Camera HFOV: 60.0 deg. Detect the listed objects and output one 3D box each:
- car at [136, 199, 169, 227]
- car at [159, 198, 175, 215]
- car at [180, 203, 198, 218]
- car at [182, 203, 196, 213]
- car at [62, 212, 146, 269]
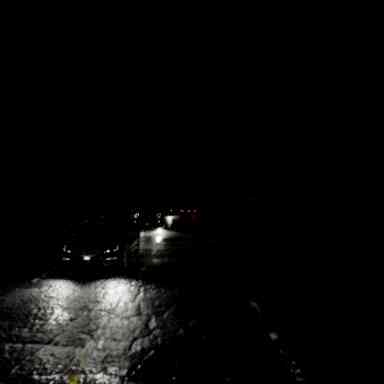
[{"bbox_3d":[-3.143,1.690,25.500,2.097,1.767,4.553,0,-1,0],"label":"car"},{"bbox_3d":[-3.360,1.773,41.352,2.150,2.045,5.566,0,-1,-1],"label":"car"},{"bbox_3d":[-0.347,2.024,36.106,2.033,1.411,5.357,0,-1,-1],"label":"car"},{"bbox_3d":[-0.472,2.218,46.606,1.895,1.301,4.718,0,-1,-1],"label":"car"},{"bbox_3d":[-2.989,1.665,11.807,1.837,1.490,4.892,0,-1,-1],"label":"car"}]
